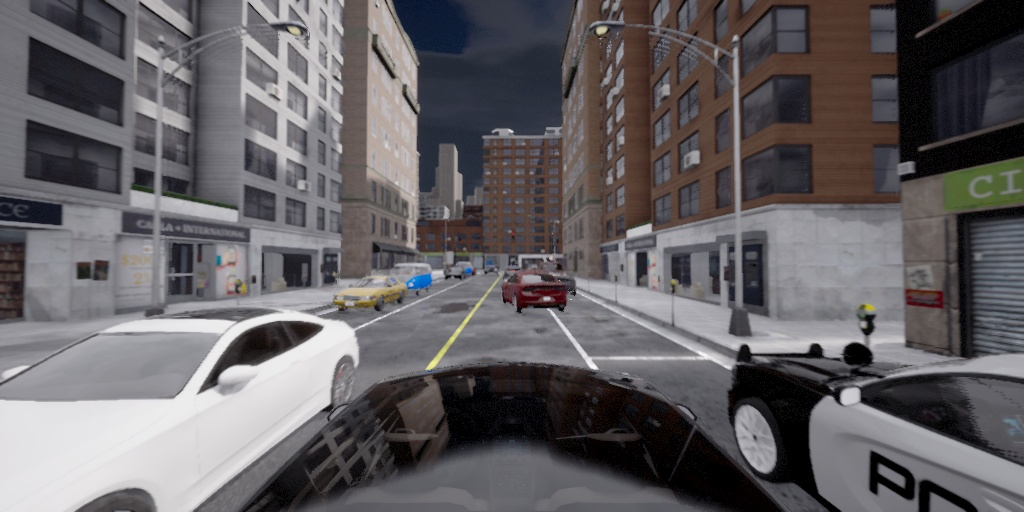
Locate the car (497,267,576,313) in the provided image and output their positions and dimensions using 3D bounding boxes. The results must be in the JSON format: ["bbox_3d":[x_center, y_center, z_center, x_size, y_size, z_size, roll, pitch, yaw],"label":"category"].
[{"bbox_3d":[0.781,1.383,15.057,1.882,1.535,5.008,0,-1,-11],"label":"car"}]

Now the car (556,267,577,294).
[{"bbox_3d":[2.689,1.530,20.951,2.007,1.370,4.403,0,0,0],"label":"car"}]

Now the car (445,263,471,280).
[{"bbox_3d":[-5.818,1.762,37.408,1.948,1.339,4.313,0,0,0],"label":"car"}]

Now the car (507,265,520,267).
[{"bbox_3d":[0.134,1.676,36.450,2.128,1.511,4.902,0,-1,0],"label":"car"}]

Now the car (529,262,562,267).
[{"bbox_3d":[2.695,1.365,26.432,2.192,1.841,5.009,0,0,0],"label":"car"}]

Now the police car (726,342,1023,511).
[{"bbox_3d":[3.131,1.176,1.790,1.930,1.638,5.238,0,-1,0],"label":"police car"}]

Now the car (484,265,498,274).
[{"bbox_3d":[-2.950,1.962,52.005,1.994,1.385,4.181,0,-1,1],"label":"car"}]

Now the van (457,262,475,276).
[{"bbox_3d":[-5.811,1.612,42.890,1.690,1.789,3.998,0,0,0],"label":"van"}]

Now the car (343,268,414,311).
[{"bbox_3d":[-5.843,1.434,15.312,1.751,1.417,4.829,0,0,0],"label":"car"}]

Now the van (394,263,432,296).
[{"bbox_3d":[-5.837,1.319,20.965,1.690,1.789,3.998,0,0,0],"label":"van"}]

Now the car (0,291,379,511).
[{"bbox_3d":[-3.100,1.294,3.439,1.812,1.442,4.674,0,-1,0],"label":"car"}]

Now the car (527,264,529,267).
[{"bbox_3d":[2.714,1.712,42.879,1.967,1.591,4.097,0,0,0],"label":"car"}]
